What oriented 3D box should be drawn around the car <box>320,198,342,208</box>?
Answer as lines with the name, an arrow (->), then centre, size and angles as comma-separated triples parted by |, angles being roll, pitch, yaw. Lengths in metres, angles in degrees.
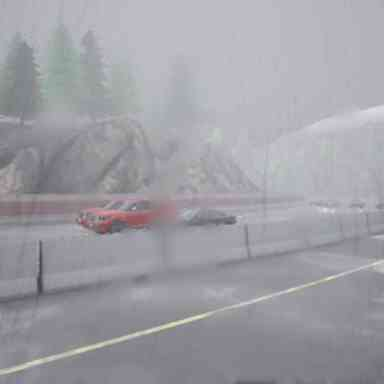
car -> 22.238, 1.746, 52.368 | 2.128, 1.511, 4.902 | -1, 0, 34

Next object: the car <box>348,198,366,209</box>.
car -> 24.651, 1.722, 49.672 | 1.837, 1.490, 4.892 | -1, 0, 35

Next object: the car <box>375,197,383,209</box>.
car -> 28.070, 1.540, 48.498 | 2.097, 1.767, 4.553 | -1, -1, 34

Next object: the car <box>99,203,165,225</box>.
car -> -4.805, 1.718, 27.070 | 5.008, 1.535, 1.882 | 0, -1, -41

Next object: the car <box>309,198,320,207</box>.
car -> 21.963, 1.786, 58.347 | 1.882, 1.535, 5.008 | -1, 0, 32

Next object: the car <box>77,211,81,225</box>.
car -> -4.833, 1.428, 22.461 | 5.566, 2.045, 2.150 | 0, -1, -39

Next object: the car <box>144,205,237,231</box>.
car -> 0.245, 1.613, 17.608 | 5.008, 1.535, 1.882 | 0, 0, -40

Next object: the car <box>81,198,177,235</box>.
car -> -3.179, 1.394, 19.302 | 5.566, 2.045, 2.150 | 0, -1, -39
